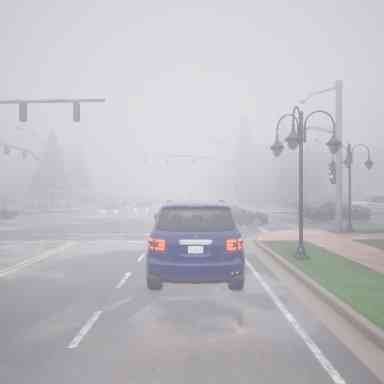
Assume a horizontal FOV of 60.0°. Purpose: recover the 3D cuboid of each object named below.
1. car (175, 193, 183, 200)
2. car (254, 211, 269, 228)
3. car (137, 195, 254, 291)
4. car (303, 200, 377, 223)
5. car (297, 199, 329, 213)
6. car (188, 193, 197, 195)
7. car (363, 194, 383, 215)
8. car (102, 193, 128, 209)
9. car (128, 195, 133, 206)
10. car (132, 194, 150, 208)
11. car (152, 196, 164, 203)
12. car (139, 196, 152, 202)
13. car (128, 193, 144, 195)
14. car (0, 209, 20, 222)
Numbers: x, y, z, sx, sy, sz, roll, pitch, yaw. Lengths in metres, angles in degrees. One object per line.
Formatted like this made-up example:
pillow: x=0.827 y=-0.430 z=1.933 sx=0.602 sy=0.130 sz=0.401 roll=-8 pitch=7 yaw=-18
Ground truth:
car: x=-3.432 y=1.210 z=87.778 sx=2.097 sy=1.767 sz=4.553 roll=0 pitch=0 yaw=0
car: x=2.436 y=1.477 z=21.535 sx=5.008 sy=1.535 sz=1.882 roll=0 pitch=0 yaw=0
car: x=0.087 y=1.221 z=9.185 sx=2.150 sy=2.045 sz=5.566 roll=0 pitch=0 yaw=0
car: x=10.898 y=1.525 z=25.044 sx=4.674 sy=1.442 sz=1.812 roll=0 pitch=0 yaw=0
car: x=12.766 y=1.505 z=32.290 sx=4.892 sy=1.490 sz=1.837 roll=0 pitch=0 yaw=-1
car: x=0.061 y=1.544 z=77.933 sx=1.994 sy=1.385 sz=4.181 roll=0 pitch=0 yaw=0
car: x=16.211 y=1.221 z=28.810 sx=5.566 sy=2.045 sz=2.150 roll=0 pitch=0 yaw=-1
car: x=-10.557 y=1.352 z=44.925 sx=2.097 sy=1.767 sz=4.553 roll=0 pitch=0 yaw=0
car: x=-10.540 y=1.564 z=53.555 sx=1.994 sy=1.385 sz=4.181 roll=0 pitch=0 yaw=1
car: x=-7.045 y=1.477 z=48.997 sx=1.882 sy=1.535 sz=5.008 roll=0 pitch=0 yaw=0
car: x=-6.959 y=1.505 z=68.062 sx=1.837 sy=1.490 sz=4.892 roll=0 pitch=0 yaw=0
car: x=-10.442 y=1.540 z=74.873 sx=2.033 sy=1.411 sz=5.357 roll=0 pitch=0 yaw=0
car: x=-10.492 y=1.477 z=64.086 sx=1.882 sy=1.535 sz=5.008 roll=0 pitch=0 yaw=0
car: x=-16.124 y=1.601 z=25.843 sx=4.718 sy=1.301 sz=1.895 roll=0 pitch=0 yaw=-5
